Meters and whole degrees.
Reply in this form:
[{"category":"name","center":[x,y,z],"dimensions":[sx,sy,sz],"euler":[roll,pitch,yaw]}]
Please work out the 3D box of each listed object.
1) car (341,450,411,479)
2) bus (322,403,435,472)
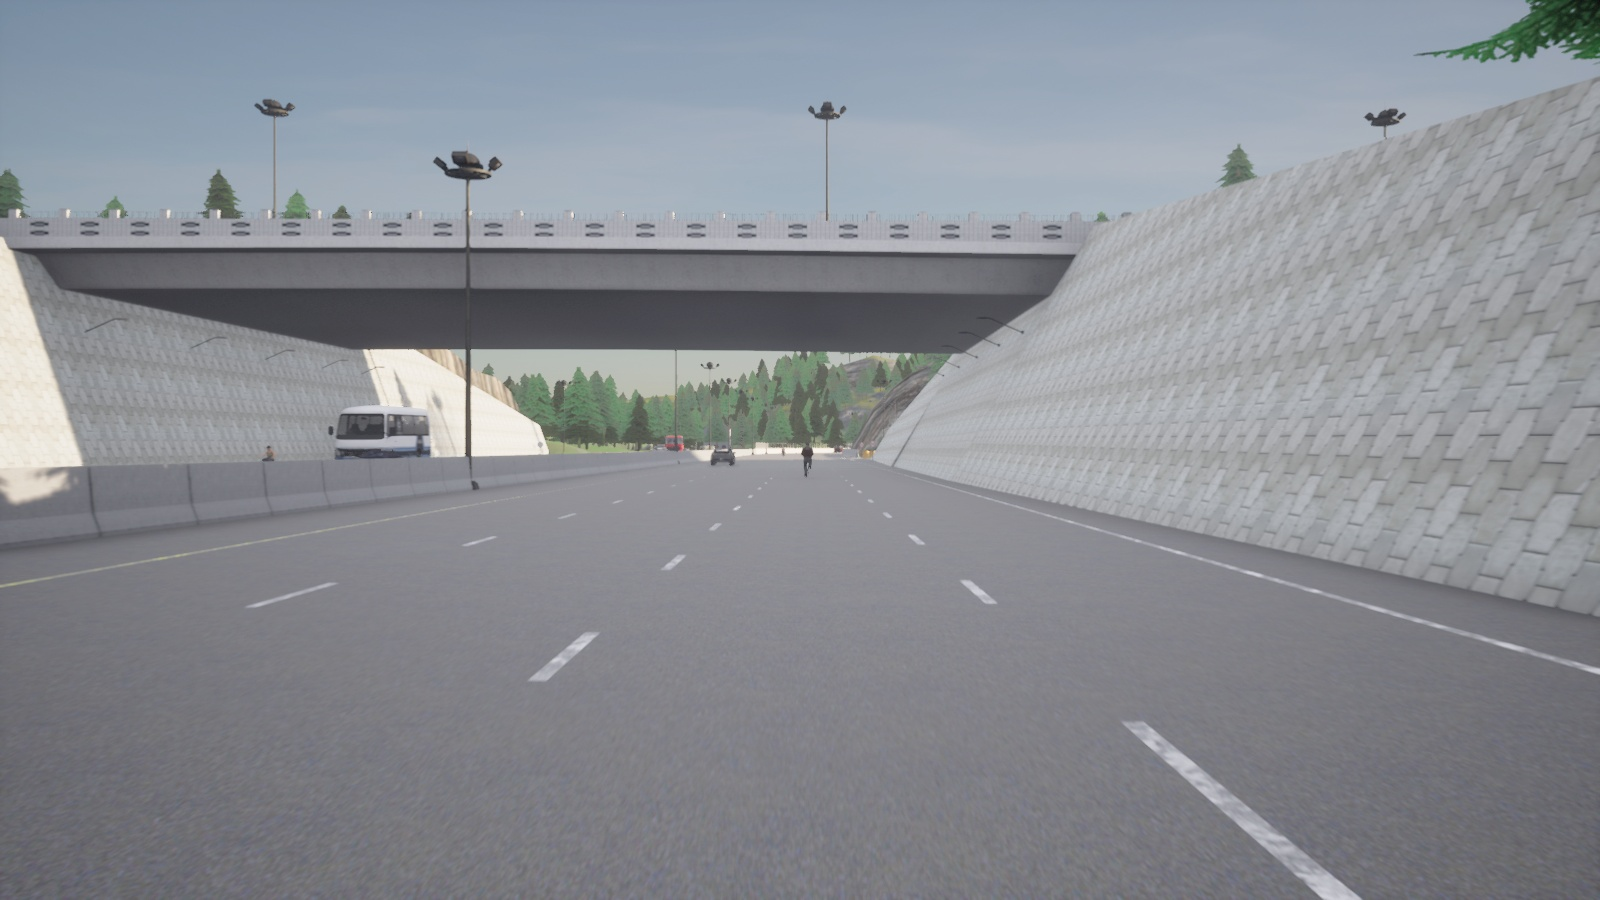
[{"category":"car","center":[-20.632,0.679,61.281],"dimensions":[1.994,1.385,4.181],"euler":[0,0,0]},{"category":"bus","center":[-27.516,-0.808,82.603],"dimensions":[3.944,4.253,10.273],"euler":[0,1,0]}]
